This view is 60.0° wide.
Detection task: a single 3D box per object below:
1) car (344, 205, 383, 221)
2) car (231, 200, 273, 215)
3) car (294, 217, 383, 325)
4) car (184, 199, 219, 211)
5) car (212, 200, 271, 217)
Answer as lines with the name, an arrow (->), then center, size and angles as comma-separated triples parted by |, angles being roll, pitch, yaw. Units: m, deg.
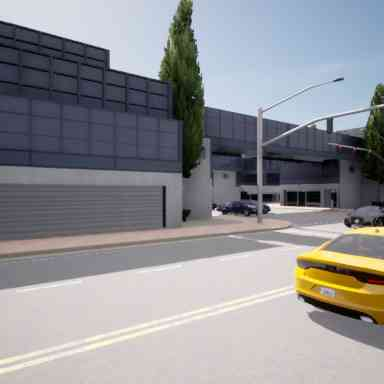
car -> 11.502, 1.564, 21.224 | 4.181, 1.385, 1.994 | 0, 0, -37
car -> 6.374, 1.564, 35.615 | 1.994, 1.385, 4.181 | 0, 0, -37
car -> 4.221, 1.478, 6.856 | 5.008, 1.535, 1.882 | 0, 0, -36
car -> 1.140, 1.601, 42.599 | 1.895, 1.301, 4.718 | 0, 0, -37
car -> 4.650, 1.547, 32.080 | 2.033, 1.411, 5.357 | 0, 0, -37
